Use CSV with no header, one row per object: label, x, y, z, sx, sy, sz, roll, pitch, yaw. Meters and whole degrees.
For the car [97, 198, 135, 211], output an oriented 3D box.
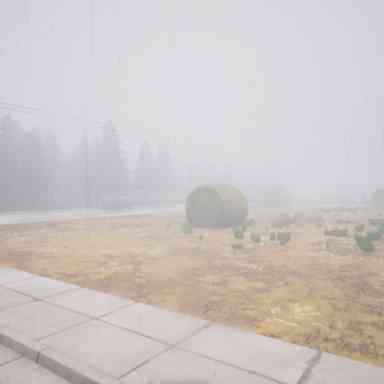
car,-9.114,1.496,39.989,2.128,1.511,4.902,0,0,37
